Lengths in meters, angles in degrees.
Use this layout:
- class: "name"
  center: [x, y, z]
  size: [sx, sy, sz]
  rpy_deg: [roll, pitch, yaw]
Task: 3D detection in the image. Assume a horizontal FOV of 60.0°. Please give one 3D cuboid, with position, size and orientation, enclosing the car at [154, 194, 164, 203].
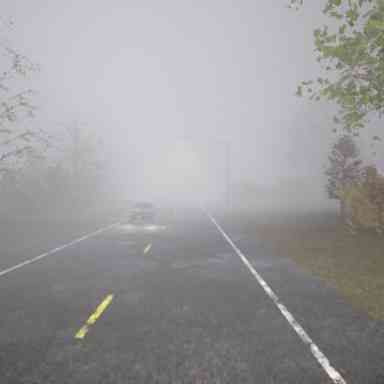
- class: "car"
  center: [-6.585, 1.276, 65.828]
  size: [2.097, 1.767, 4.553]
  rpy_deg: [0, 0, -6]

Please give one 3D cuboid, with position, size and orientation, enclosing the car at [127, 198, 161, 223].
- class: "car"
  center: [-3.667, 1.491, 25.398]
  size: [1.837, 1.490, 4.892]
  rpy_deg: [0, 0, 0]
